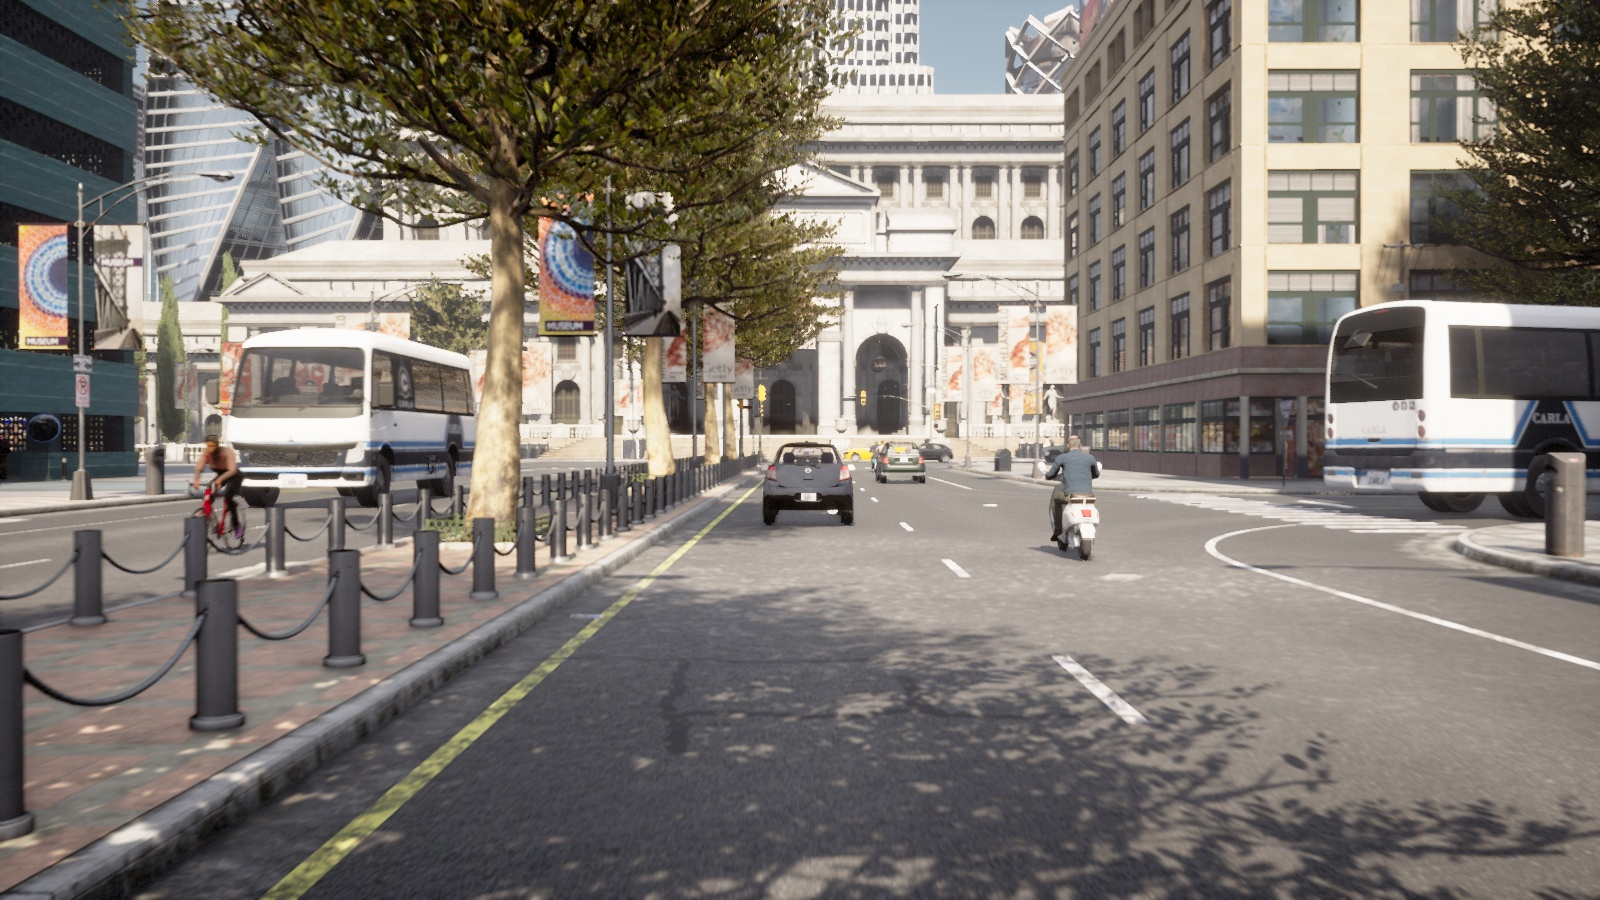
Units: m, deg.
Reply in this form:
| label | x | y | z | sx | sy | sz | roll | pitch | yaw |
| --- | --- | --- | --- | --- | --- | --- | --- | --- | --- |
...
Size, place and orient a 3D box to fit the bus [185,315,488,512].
| label | x | y | z | sx | sy | sz | roll | pitch | yaw |
| --- | --- | --- | --- | --- | --- | --- | --- | --- | --- |
| bus | -11.299 | -0.821 | 32.271 | 3.944 | 4.253 | 10.273 | 0 | 0 | 0 |

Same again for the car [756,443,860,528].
| label | x | y | z | sx | sy | sz | roll | pitch | yaw |
| --- | --- | --- | --- | --- | --- | --- | --- | --- | --- |
| car | 0.152 | 0.624 | 24.131 | 1.845 | 1.501 | 3.633 | 0 | 0 | 0 |

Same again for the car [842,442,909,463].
| label | x | y | z | sx | sy | sz | roll | pitch | yaw |
| --- | --- | --- | --- | --- | --- | --- | --- | --- | --- |
| car | 5.747 | 0.187 | 96.064 | 5.008 | 1.535 | 1.882 | 0 | 0 | 1 |

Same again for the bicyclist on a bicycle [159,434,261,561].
| label | x | y | z | sx | sy | sz | roll | pitch | yaw |
| --- | --- | --- | --- | --- | --- | --- | --- | --- | --- |
| bicyclist on a bicycle | -7.889 | 0.598 | 16.866 | 0.582 | 1.620 | 1.656 | 0 | 1 | 0 |

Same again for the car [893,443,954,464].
| label | x | y | z | sx | sy | sz | roll | pitch | yaw |
| --- | --- | --- | --- | --- | --- | --- | --- | --- | --- |
| car | 9.070 | 0.247 | 92.320 | 4.193 | 1.474 | 1.816 | 0 | 0 | -4 |

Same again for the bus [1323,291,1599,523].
| label | x | y | z | sx | sy | sz | roll | pitch | yaw |
| --- | --- | --- | --- | --- | --- | --- | --- | --- | --- |
| bus | 16.650 | -0.764 | 26.114 | 10.273 | 4.253 | 3.944 | 0 | 0 | -13 |

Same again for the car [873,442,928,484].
| label | x | y | z | sx | sy | sz | roll | pitch | yaw |
| --- | --- | --- | --- | --- | --- | --- | --- | --- | --- |
| car | 3.783 | 0.460 | 47.632 | 1.789 | 1.549 | 3.705 | 0 | 0 | 0 |

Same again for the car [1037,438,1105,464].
| label | x | y | z | sx | sy | sz | roll | pitch | yaw |
| --- | --- | --- | --- | --- | --- | --- | --- | --- | --- |
| car | 19.927 | 0.059 | 92.426 | 4.605 | 1.855 | 1.932 | 0 | 0 | 1 |

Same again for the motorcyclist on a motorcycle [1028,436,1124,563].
| label | x | y | z | sx | sy | sz | roll | pitch | yaw |
| --- | --- | --- | --- | --- | --- | --- | --- | --- | --- |
| motorcyclist on a motorcycle | 3.609 | 0.609 | 16.574 | 0.866 | 1.590 | 1.817 | 0 | 0 | 0 |
